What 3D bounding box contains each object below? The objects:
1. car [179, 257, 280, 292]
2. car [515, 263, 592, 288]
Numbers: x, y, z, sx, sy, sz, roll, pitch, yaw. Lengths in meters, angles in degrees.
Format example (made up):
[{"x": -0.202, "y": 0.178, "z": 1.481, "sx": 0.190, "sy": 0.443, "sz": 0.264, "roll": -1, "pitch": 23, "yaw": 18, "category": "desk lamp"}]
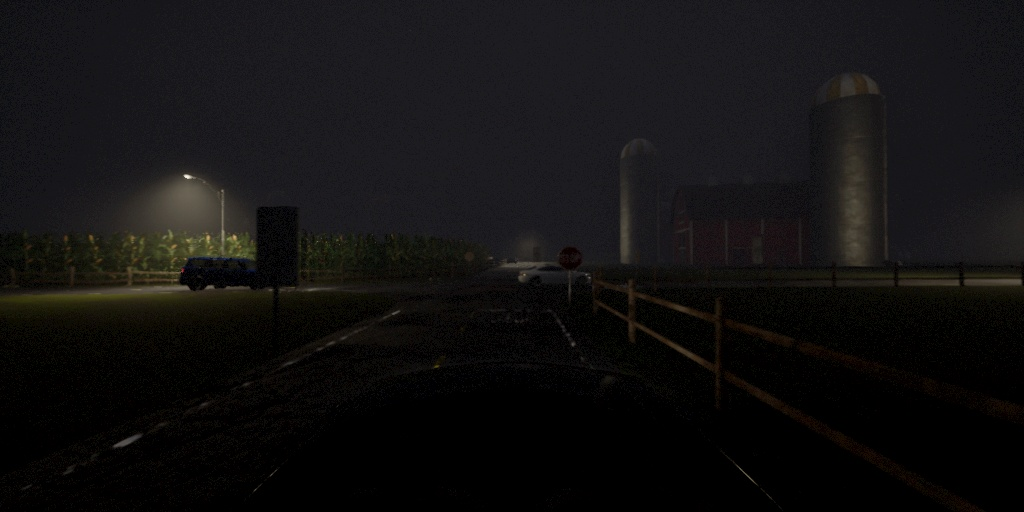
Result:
[{"x": -16.637, "y": 1.127, "z": 21.689, "sx": 5.566, "sy": 2.045, "sz": 2.150, "roll": 2, "pitch": -1, "yaw": -5, "category": "car"}, {"x": 2.703, "y": 1.238, "z": 22.864, "sx": 4.674, "sy": 1.442, "sz": 1.812, "roll": -1, "pitch": 0, "yaw": -3, "category": "car"}]
